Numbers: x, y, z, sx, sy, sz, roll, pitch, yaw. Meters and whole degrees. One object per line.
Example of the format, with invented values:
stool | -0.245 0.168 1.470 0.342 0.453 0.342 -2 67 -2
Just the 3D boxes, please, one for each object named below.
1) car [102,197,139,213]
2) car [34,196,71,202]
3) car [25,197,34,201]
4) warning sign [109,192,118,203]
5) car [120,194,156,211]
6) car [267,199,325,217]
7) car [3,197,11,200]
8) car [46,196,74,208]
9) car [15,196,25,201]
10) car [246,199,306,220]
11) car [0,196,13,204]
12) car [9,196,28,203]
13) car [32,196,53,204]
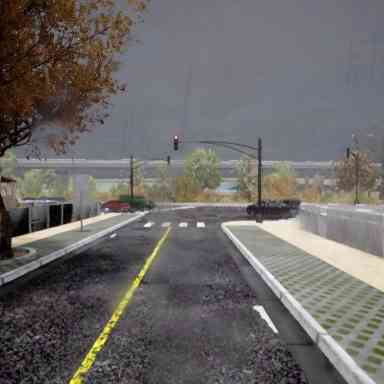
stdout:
car | -9.104 1.717 40.798 4.674 1.442 1.812 0 2 36
car | -20.745 1.783 49.264 4.902 1.511 2.128 0 2 36
car | -32.651 1.735 66.066 4.674 1.442 1.812 -1 2 36
warning sign | -14.238 0.985 60.239 1.060 1.860 1.300 2 1 36
car | -7.331 1.304 43.513 5.566 2.045 2.150 0 2 36
car | 9.684 1.440 31.156 4.892 1.490 1.837 -1 2 36
car | -34.173 1.762 59.119 4.553 1.767 2.097 -1 2 36
car | -21.425 1.556 53.781 4.553 1.767 2.097 -1 2 36
car | -34.375 1.814 63.304 4.892 1.490 1.837 -1 2 36
car | 7.089 1.538 29.038 4.902 1.511 2.128 0 2 36
car | -40.862 1.683 72.028 4.892 1.490 1.837 -1 2 36
car | -38.974 1.668 74.676 4.718 1.301 1.895 -1 2 36
car | -30.849 1.618 68.771 4.674 1.442 1.812 -1 2 36
